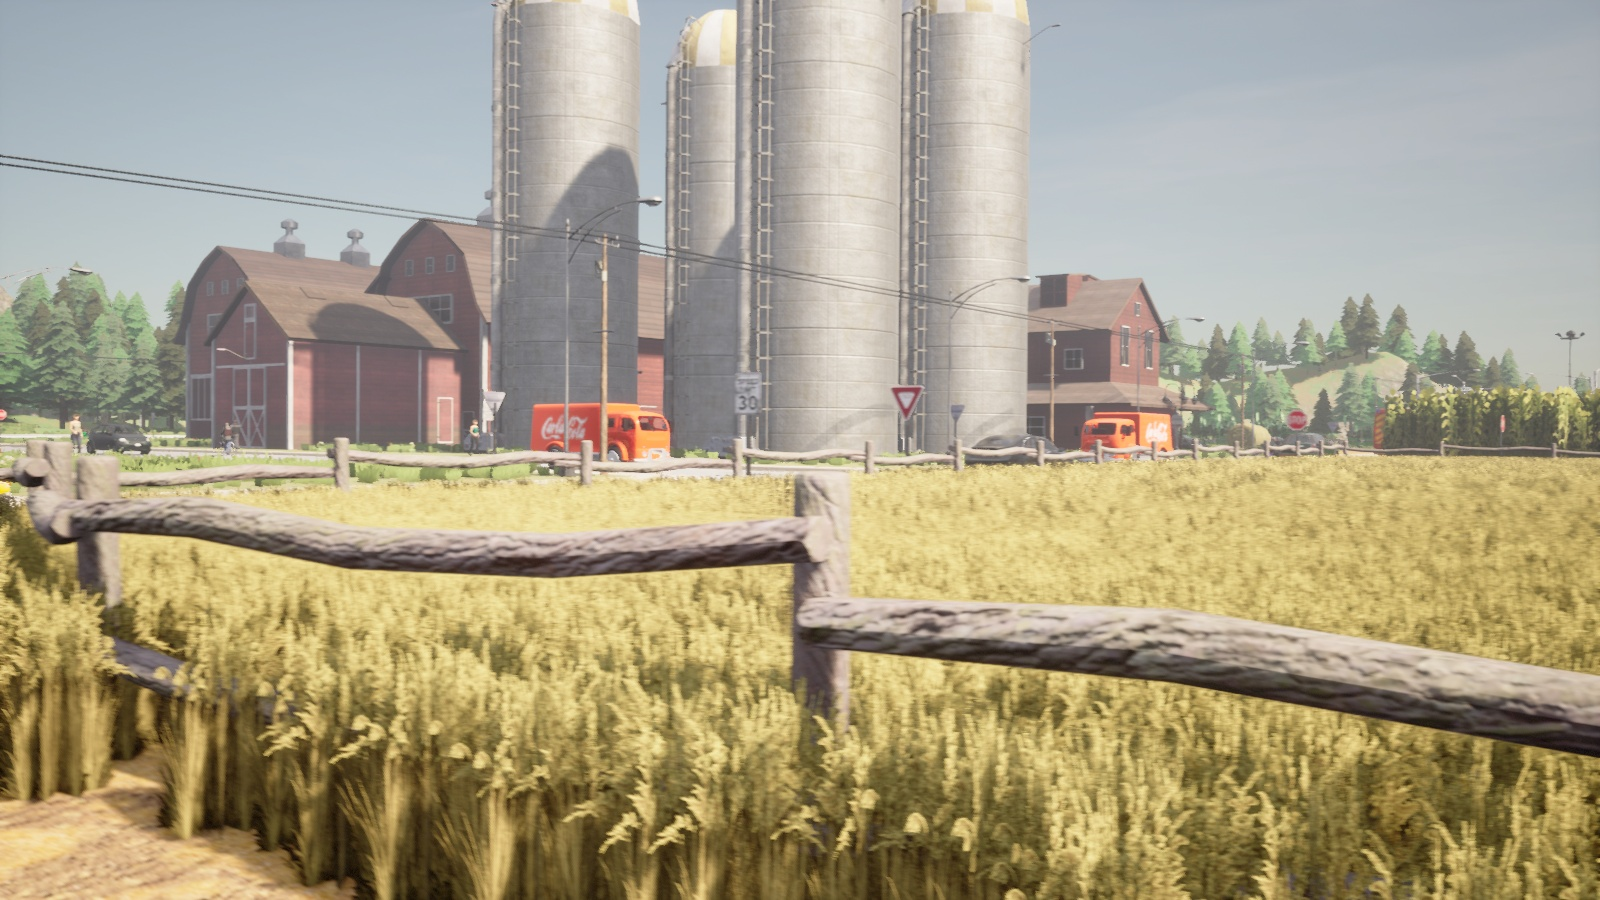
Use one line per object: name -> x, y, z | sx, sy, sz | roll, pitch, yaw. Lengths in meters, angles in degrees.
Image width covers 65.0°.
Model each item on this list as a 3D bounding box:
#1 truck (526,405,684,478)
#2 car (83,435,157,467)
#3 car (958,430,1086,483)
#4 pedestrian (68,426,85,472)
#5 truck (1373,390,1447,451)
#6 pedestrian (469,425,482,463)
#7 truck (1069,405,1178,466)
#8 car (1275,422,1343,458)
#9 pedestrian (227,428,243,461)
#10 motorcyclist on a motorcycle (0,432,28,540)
truck -> -7.006, -0.305, 44.892 | 5.204, 2.467, 2.627 | 0, 1, 36
car -> -35.549, 0.056, 65.632 | 3.988, 1.617, 1.851 | 0, 1, 36
car -> 6.872, 0.148, 38.504 | 1.837, 1.490, 4.892 | 0, 1, 37
pedestrian -> -29.180, -0.040, 50.632 | 0.594, 1.836, 0.345 | 0, 1, 35
truck -> 40.811, -1.949, 83.797 | 2.891, 3.827, 8.468 | 0, 1, 37
pedestrian -> -15.742, -0.301, 60.856 | 0.345, 1.836, 0.594 | -1, 1, -45
truck -> 13.850, -0.613, 53.601 | 2.627, 2.467, 5.204 | 0, 1, 38
car -> 25.954, -0.519, 63.970 | 2.097, 1.767, 4.553 | 0, 1, 37
pedestrian -> -33.009, -0.315, 73.357 | 0.563, 1.883, 0.849 | -1, 1, -42
motorcyclist on a motorcycle -> -12.571, 0.546, 18.500 | 0.866, 1.590, 1.817 | 0, 1, 39
